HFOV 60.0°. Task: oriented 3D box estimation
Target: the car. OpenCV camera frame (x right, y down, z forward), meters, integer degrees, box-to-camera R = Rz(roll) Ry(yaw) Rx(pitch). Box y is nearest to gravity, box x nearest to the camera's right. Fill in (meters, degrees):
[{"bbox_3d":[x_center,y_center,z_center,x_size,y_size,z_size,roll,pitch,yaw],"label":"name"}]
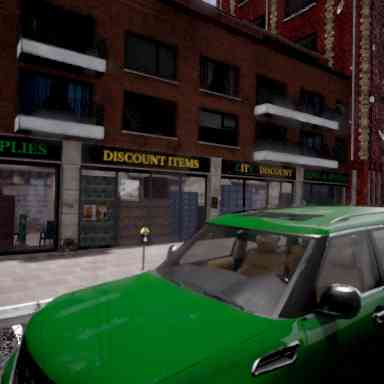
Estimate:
[{"bbox_3d":[1.068,1.224,3.704,5.566,2.045,2.150,0,0,-35],"label":"car"}]
